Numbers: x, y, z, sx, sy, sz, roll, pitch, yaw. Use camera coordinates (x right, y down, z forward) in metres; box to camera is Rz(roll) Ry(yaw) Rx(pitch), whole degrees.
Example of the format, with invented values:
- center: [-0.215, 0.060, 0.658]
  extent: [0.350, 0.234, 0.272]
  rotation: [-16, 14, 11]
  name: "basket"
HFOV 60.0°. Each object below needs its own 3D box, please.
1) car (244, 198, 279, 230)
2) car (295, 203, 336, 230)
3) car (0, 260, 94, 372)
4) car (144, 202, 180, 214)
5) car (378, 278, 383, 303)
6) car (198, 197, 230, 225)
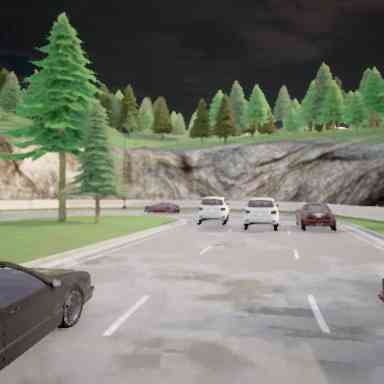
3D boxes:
- center: [4.765, 1.395, 22.887]
  extent: [2.150, 2.045, 5.566]
  rotation: [0, 0, 13]
  name: "car"
- center: [8.289, 1.528, 22.624]
  extent: [2.097, 1.767, 4.553]
  rotation: [0, 0, 12]
  name: "car"
- center: [-3.061, 1.571, 4.069]
  extent: [2.033, 1.411, 5.357]
  rotation: [0, 0, 6]
  name: "car"
- center: [-3.532, 1.833, 39.166]
  extent: [4.181, 1.385, 1.994]
  rotation: [0, 0, 22]
  name: "car"
- center: [3.899, 1.634, 3.472]
  extent: [1.895, 1.301, 4.718]
  rotation: [0, 0, 5]
  name: "car"
- center: [1.744, 1.411, 26.393]
  extent: [2.150, 2.045, 5.566]
  rotation: [1, 0, 7]
  name: "car"
